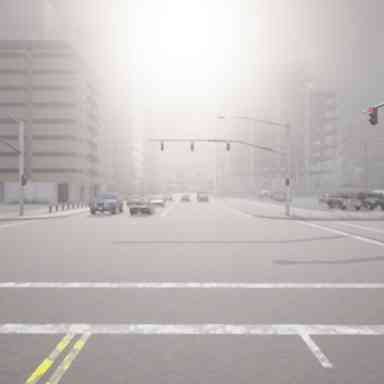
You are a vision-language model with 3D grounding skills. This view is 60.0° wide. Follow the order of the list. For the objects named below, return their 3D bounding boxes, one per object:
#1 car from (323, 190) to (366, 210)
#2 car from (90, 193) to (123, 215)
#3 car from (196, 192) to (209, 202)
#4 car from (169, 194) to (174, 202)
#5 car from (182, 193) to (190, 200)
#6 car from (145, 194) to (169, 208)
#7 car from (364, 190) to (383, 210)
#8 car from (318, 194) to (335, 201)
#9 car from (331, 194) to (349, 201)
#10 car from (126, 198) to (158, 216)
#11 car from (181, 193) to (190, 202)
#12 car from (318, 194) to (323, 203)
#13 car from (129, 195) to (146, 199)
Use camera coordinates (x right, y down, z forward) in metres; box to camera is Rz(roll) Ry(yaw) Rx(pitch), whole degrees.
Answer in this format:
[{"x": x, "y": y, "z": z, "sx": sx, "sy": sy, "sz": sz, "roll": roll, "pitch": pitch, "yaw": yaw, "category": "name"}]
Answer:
[{"x": 16.551, "y": 0.992, "z": 36.364, "sx": 1.932, "sy": 1.855, "sz": 4.605, "roll": 0, "pitch": 0, "yaw": 0, "category": "car"}, {"x": -8.053, "y": 1.080, "z": 31.904, "sx": 2.150, "sy": 2.045, "sz": 5.566, "roll": 0, "pitch": 0, "yaw": -1, "category": "car"}, {"x": 2.242, "y": 1.189, "z": 65.228, "sx": 1.882, "sy": 1.535, "sz": 5.008, "roll": 0, "pitch": 0, "yaw": -1, "category": "car"}, {"x": -4.780, "y": 1.209, "z": 67.032, "sx": 1.837, "sy": 1.490, "sz": 4.892, "roll": 0, "pitch": 0, "yaw": 0, "category": "car"}, {"x": -1.346, "y": 0.972, "z": 74.969, "sx": 1.882, "sy": 1.535, "sz": 5.008, "roll": 0, "pitch": 0, "yaw": -1, "category": "car"}, {"x": -4.671, "y": 1.346, "z": 45.400, "sx": 2.033, "sy": 1.411, "sz": 5.357, "roll": 0, "pitch": 0, "yaw": 0, "category": "car"}, {"x": 19.445, "y": 0.995, "z": 36.326, "sx": 1.905, "sy": 1.878, "sz": 3.866, "roll": 0, "pitch": 0, "yaw": 0, "category": "car"}, {"x": 27.741, "y": 1.090, "z": 68.941, "sx": 1.970, "sy": 1.475, "sz": 3.806, "roll": 0, "pitch": 0, "yaw": 0, "category": "car"}, {"x": 30.636, "y": 1.058, "z": 68.956, "sx": 1.784, "sy": 1.438, "sz": 3.905, "roll": 0, "pitch": 0, "yaw": 0, "category": "car"}, {"x": -4.539, "y": 1.465, "z": 30.706, "sx": 1.895, "sy": 1.301, "sz": 4.718, "roll": 0, "pitch": 0, "yaw": -1, "category": "car"}, {"x": -1.265, "y": 1.309, "z": 65.900, "sx": 1.895, "sy": 1.301, "sz": 4.718, "roll": 0, "pitch": 0, "yaw": -1, "category": "car"}, {"x": 22.055, "y": 1.157, "z": 53.808, "sx": 1.970, "sy": 1.475, "sz": 3.806, "roll": 0, "pitch": 0, "yaw": 0, "category": "car"}, {"x": -8.187, "y": 1.294, "z": 47.879, "sx": 1.837, "sy": 1.490, "sz": 4.892, "roll": 0, "pitch": 0, "yaw": 0, "category": "car"}]
